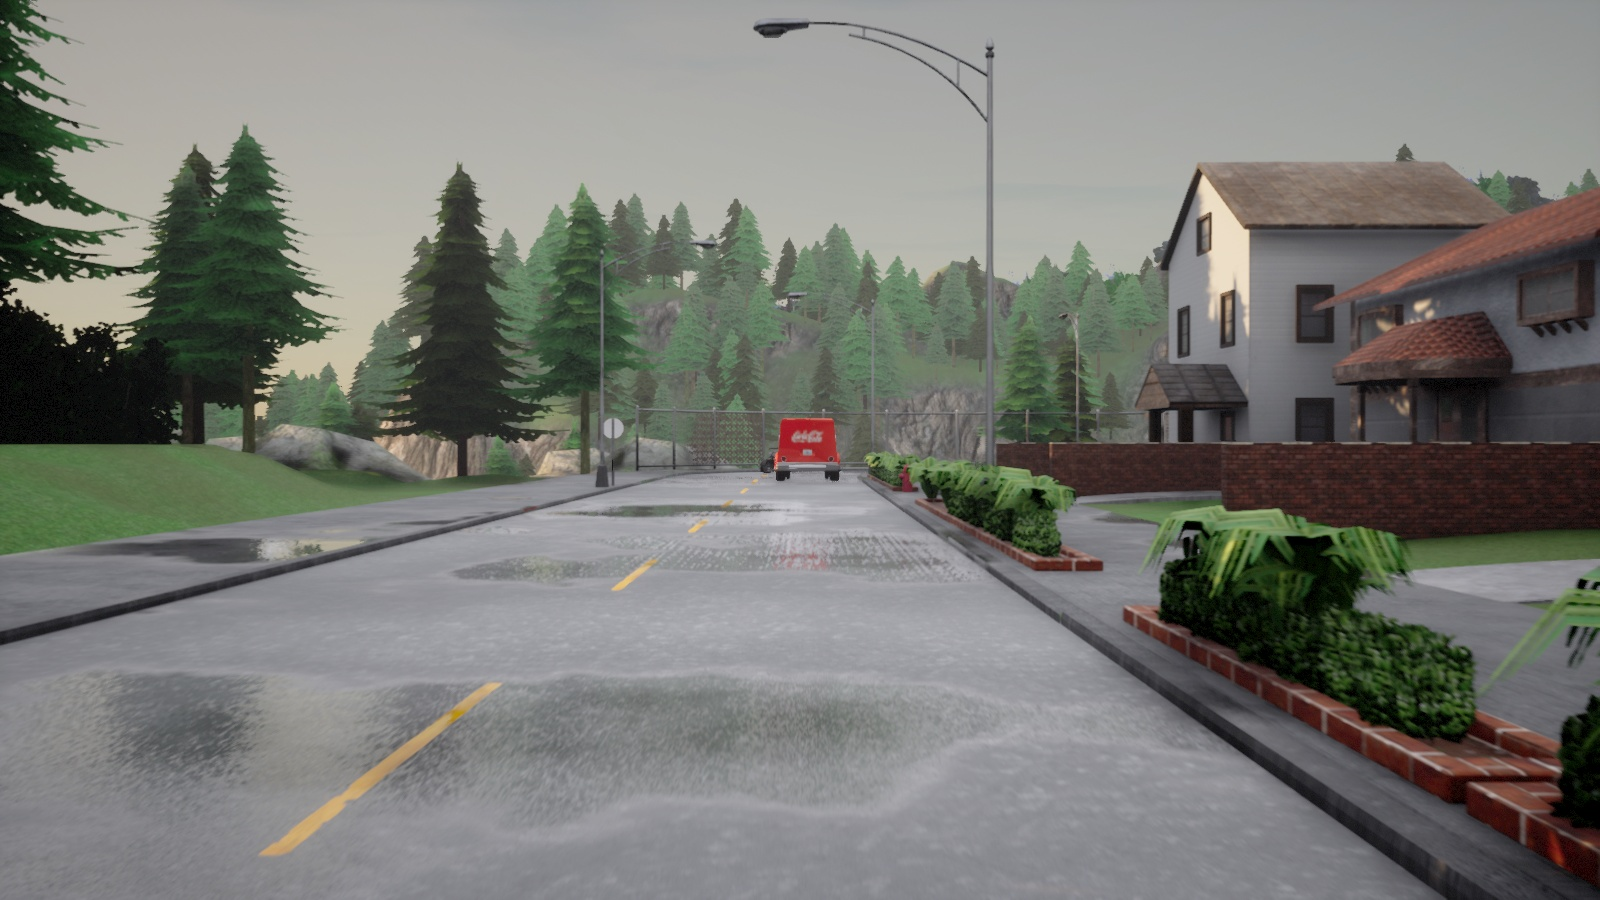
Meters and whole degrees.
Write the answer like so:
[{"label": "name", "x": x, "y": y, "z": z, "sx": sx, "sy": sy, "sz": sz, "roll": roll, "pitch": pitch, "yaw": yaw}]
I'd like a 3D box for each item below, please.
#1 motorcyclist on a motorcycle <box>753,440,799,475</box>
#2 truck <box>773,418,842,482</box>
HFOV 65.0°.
[{"label": "motorcyclist on a motorcycle", "x": -1.168, "y": 0.352, "z": 61.409, "sx": 0.766, "sy": 1.649, "sz": 2.350, "roll": 2, "pitch": 2, "yaw": 43}, {"label": "truck", "x": 0.306, "y": -0.027, "z": 50.988, "sx": 2.627, "sy": 2.467, "sz": 5.204, "roll": 0, "pitch": 0, "yaw": 0}]
